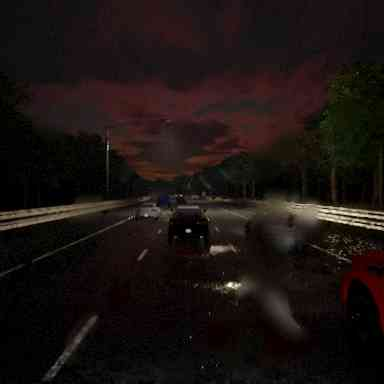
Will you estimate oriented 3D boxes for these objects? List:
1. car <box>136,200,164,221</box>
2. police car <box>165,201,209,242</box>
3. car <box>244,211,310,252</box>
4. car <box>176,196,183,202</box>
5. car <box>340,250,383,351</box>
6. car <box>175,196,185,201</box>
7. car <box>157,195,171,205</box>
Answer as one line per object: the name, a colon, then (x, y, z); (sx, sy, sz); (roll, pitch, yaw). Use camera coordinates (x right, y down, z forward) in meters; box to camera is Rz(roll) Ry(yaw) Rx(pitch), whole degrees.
car: (-3.730, 1.651, 28.907); (1.812, 1.442, 4.674); (0, 0, -2)
police car: (-0.184, 1.493, 17.075); (1.930, 1.638, 5.238); (0, 0, -1)
car: (3.422, 1.543, 14.150); (2.128, 1.511, 4.902); (0, 0, -1)
car: (-3.583, 1.904, 93.265); (1.882, 1.535, 5.008); (0, 0, -4)
car: (3.501, 1.229, 3.102); (2.150, 2.045, 5.566); (0, 0, 0)
car: (-2.479, 1.890, 77.584); (2.033, 1.411, 5.357); (0, 0, -4)
car: (-4.611, 1.470, 55.019); (2.150, 2.045, 5.566); (0, 0, -3)
